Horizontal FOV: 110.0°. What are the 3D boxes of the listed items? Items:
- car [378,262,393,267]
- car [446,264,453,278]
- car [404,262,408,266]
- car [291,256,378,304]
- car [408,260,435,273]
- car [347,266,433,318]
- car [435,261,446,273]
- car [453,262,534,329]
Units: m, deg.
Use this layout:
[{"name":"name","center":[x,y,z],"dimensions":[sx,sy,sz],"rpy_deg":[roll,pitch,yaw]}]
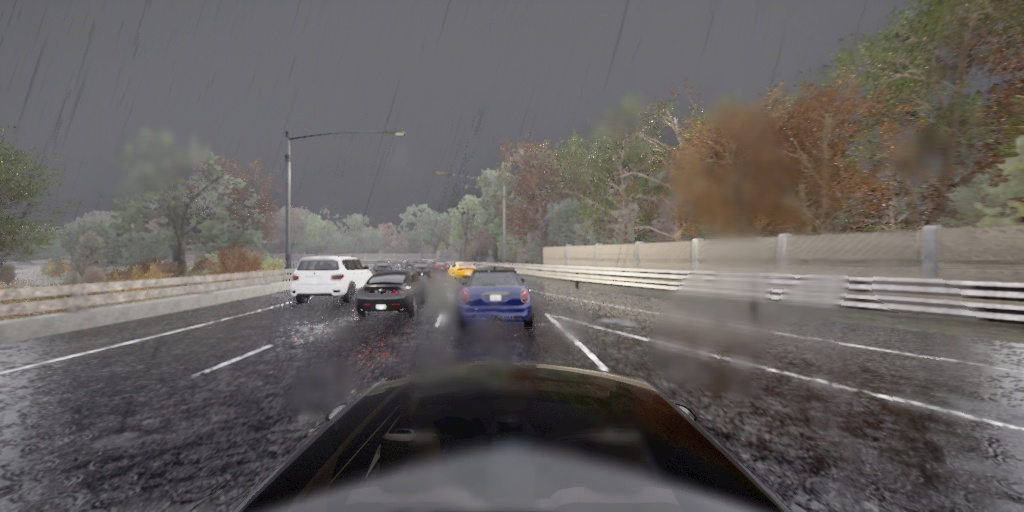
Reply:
[{"name":"car","center":[-13.950,1.387,38.598],"dimensions":[1.837,1.490,4.892],"rpy_deg":[0,0,-20]},{"name":"car","center":[-4.517,1.318,32.657],"dimensions":[1.882,1.535,5.008],"rpy_deg":[0,0,-18]},{"name":"car","center":[-16.763,1.451,60.001],"dimensions":[1.837,1.490,4.892],"rpy_deg":[0,0,-31]},{"name":"car","center":[-8.230,1.034,16.936],"dimensions":[2.150,2.045,5.566],"rpy_deg":[0,0,-8]},{"name":"car","center":[-8.519,1.359,33.546],"dimensions":[1.837,1.490,4.892],"rpy_deg":[0,0,-17]},{"name":"car","center":[-4.258,1.297,13.318],"dimensions":[1.837,1.490,4.892],"rpy_deg":[0,0,-6]},{"name":"car","center":[-9.238,1.412,45.605],"dimensions":[1.812,1.442,4.674],"rpy_deg":[0,0,-23]},{"name":"car","center":[-0.605,1.129,11.580],"dimensions":[2.097,1.767,4.553],"rpy_deg":[0,0,-5]}]
